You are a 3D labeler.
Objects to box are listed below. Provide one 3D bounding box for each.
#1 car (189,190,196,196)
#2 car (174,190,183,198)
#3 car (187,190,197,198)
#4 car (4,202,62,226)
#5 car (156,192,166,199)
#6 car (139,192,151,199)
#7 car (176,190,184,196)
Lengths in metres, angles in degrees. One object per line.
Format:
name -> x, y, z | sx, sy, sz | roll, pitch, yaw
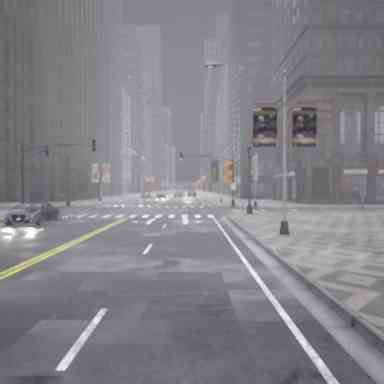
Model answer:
car -> 0.021, 0.258, 88.122 | 1.837, 1.490, 4.892 | 0, 1, 0
car -> -3.231, 0.596, 78.121 | 1.994, 1.385, 4.181 | 0, 1, 0
car -> 0.019, 0.398, 78.088 | 2.097, 1.767, 4.553 | 0, 1, 0
car -> -9.784, 1.315, 20.757 | 1.994, 1.385, 4.181 | 0, 1, 0
car -> -6.483, 0.747, 70.000 | 1.895, 1.301, 4.718 | 0, 1, 0
car -> -9.733, 0.676, 70.029 | 1.812, 1.442, 4.674 | 0, 1, 0
car -> -3.228, 0.258, 88.124 | 1.837, 1.490, 4.892 | 0, 1, 0
